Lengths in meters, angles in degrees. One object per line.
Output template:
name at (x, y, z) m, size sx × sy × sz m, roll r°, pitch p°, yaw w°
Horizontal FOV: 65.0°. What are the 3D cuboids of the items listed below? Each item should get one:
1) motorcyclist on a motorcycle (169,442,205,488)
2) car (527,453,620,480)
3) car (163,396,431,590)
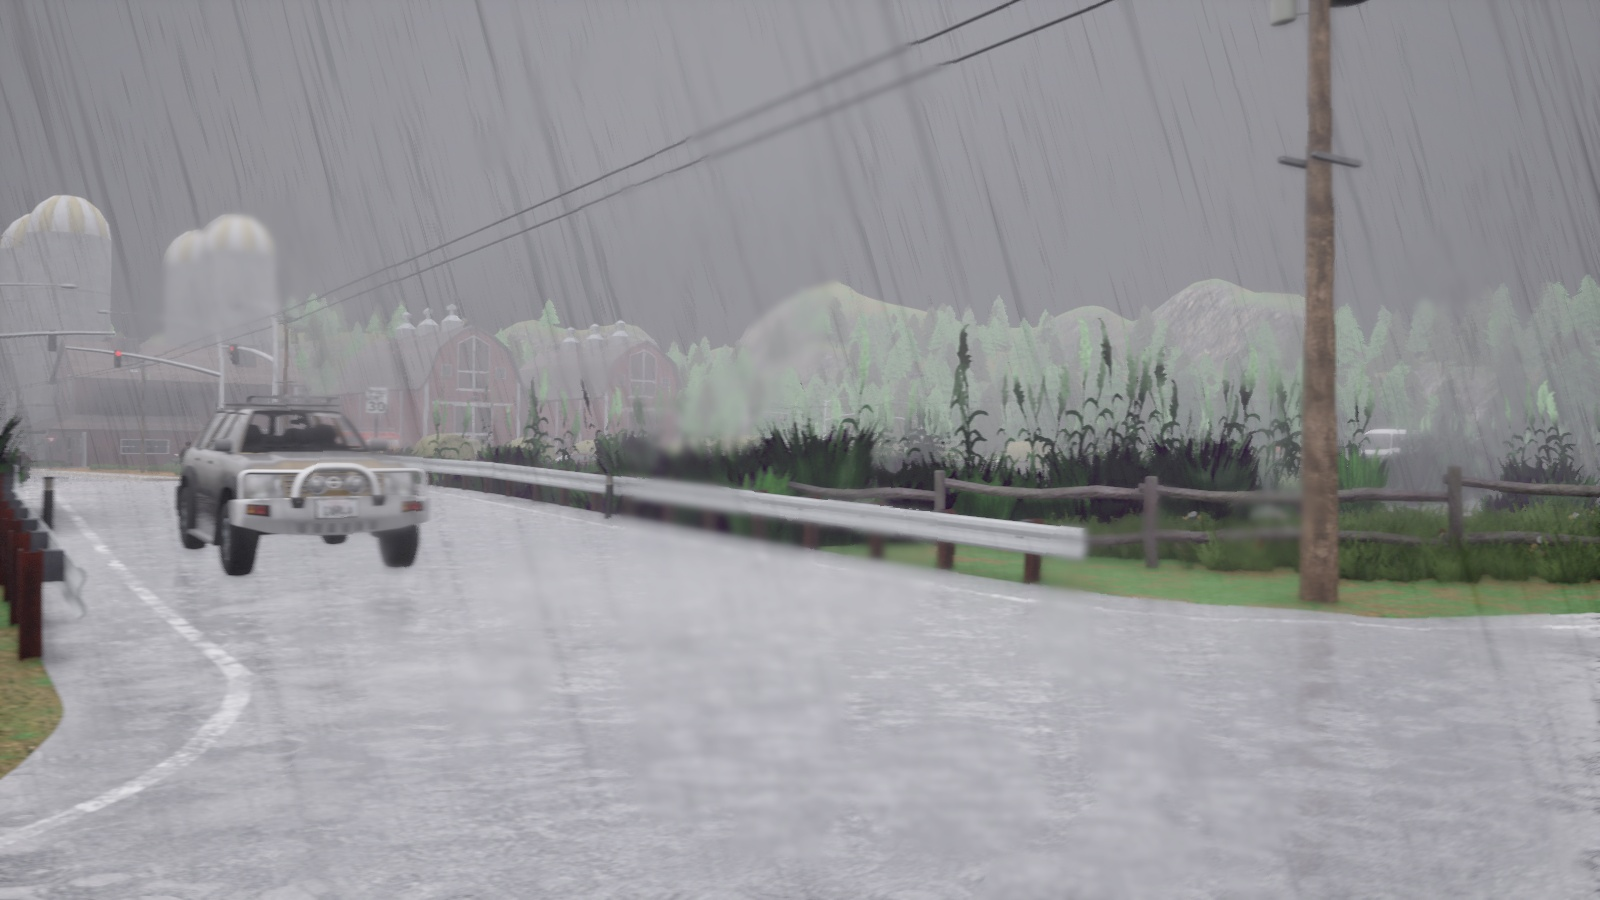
motorcyclist on a motorcycle at (-21.376, 0.528, 43.792) m, size 0.797 × 1.523 × 2.044 m, roll 0°, pitch -3°, yaw -35°
car at (-13.125, 0.948, 72.813) m, size 5.008 × 1.535 × 1.882 m, roll 0°, pitch 0°, yaw -38°
car at (-5.927, 0.350, 14.420) m, size 1.932 × 1.855 × 4.605 m, roll 0°, pitch 2°, yaw -34°
